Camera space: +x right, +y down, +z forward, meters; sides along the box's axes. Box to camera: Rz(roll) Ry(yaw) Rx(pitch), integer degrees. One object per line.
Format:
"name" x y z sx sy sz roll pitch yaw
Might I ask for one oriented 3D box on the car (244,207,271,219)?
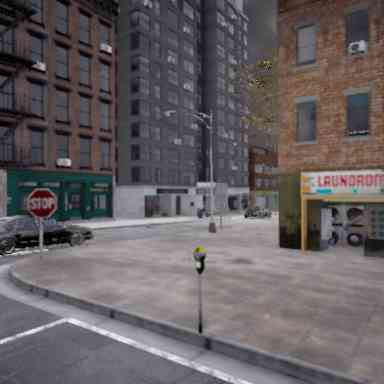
"car" 7.780 2.429 39.356 1.994 1.385 4.181 0 -2 35

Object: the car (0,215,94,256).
"car" -6.748 1.678 13.829 2.033 1.411 5.357 0 -2 35
